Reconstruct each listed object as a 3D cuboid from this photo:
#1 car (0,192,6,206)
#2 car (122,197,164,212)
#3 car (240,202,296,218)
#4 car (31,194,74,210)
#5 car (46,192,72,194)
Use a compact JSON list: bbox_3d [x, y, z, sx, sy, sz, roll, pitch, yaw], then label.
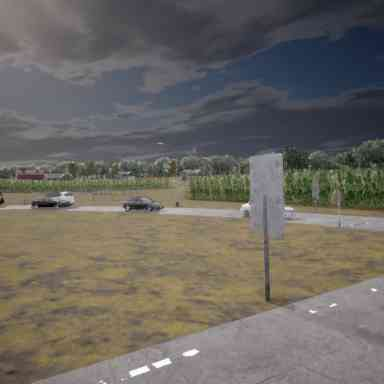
[{"bbox_3d":[-29.246,1.025,46.775,5.566,2.045,2.150,0,1,5],"label":"car"},{"bbox_3d":[-5.300,1.342,35.953,4.892,1.490,1.837,0,2,31],"label":"car"},{"bbox_3d":[6.003,1.353,26.627,1.812,1.442,4.674,-3,2,-44],"label":"car"},{"bbox_3d":[-17.733,1.347,41.756,5.008,1.535,1.882,0,2,18],"label":"car"},{"bbox_3d":[-18.656,1.009,44.913,5.566,2.045,2.150,0,2,15],"label":"car"}]
